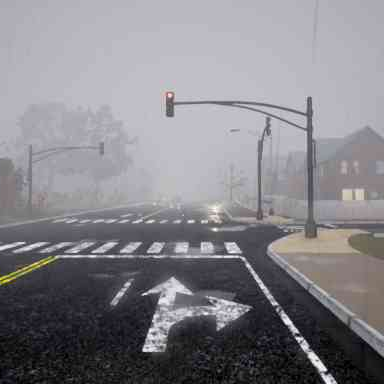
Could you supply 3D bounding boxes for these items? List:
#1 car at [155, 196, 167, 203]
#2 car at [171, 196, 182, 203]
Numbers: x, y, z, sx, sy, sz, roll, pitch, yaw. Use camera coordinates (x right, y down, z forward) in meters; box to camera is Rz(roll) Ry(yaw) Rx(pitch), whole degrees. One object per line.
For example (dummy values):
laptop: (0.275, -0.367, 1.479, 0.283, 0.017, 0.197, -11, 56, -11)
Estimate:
car: (-6.374, 1.497, 68.130, 1.882, 1.535, 5.008, 0, 0, 5)
car: (-3.139, 1.535, 67.814, 1.812, 1.442, 4.674, 0, 0, 5)
